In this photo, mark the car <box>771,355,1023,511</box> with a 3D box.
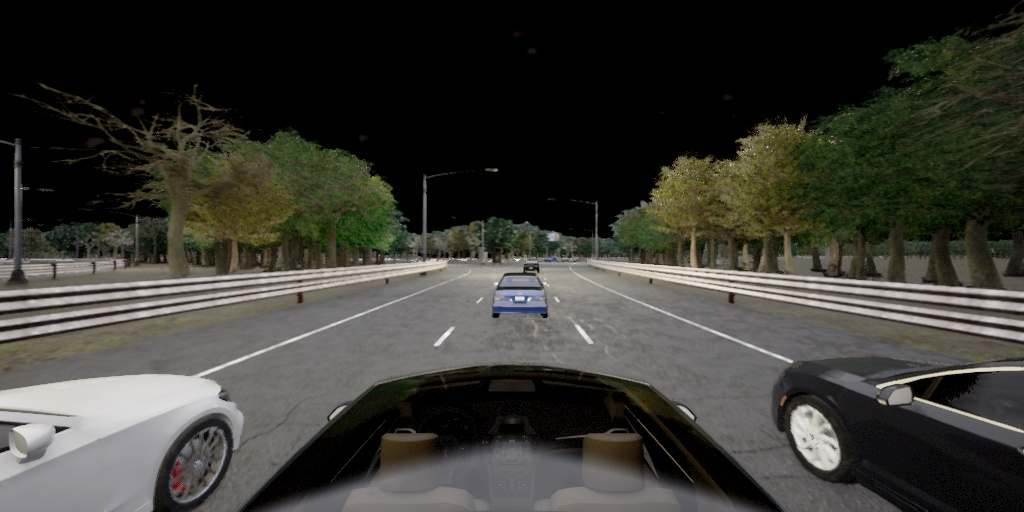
[{"bbox_3d":[3.631,1.258,1.772,1.837,1.490,4.892,0,0,0],"label":"car"}]

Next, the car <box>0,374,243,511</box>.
[{"bbox_3d":[-3.370,1.273,1.304,1.812,1.442,4.674,0,0,0],"label":"car"}]

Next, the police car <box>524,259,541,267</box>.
[{"bbox_3d":[2.479,1.176,44.087,1.930,1.638,5.238,0,0,6],"label":"police car"}]

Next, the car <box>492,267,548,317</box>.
[{"bbox_3d":[0.307,1.298,13.066,2.033,1.411,5.357,0,0,2],"label":"car"}]
